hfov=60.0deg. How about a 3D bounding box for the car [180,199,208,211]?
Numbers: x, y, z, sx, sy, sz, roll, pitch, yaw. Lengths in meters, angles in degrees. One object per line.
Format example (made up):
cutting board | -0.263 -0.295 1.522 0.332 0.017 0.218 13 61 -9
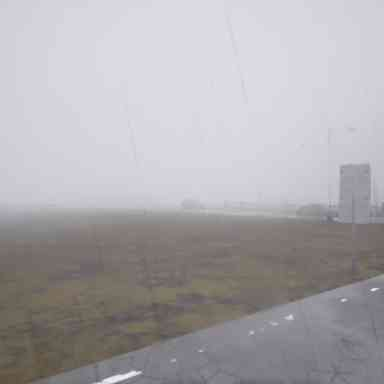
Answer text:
car | 0.209 1.782 47.001 2.097 1.767 4.553 0 -1 -35

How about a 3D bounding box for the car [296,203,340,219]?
car | 11.775 1.733 30.759 1.994 1.385 4.181 0 0 -35
